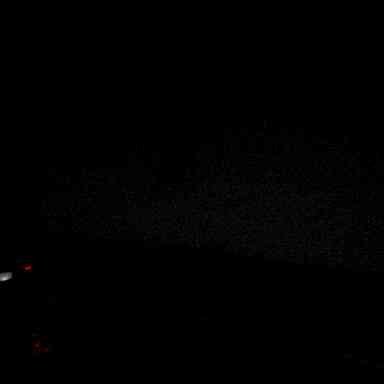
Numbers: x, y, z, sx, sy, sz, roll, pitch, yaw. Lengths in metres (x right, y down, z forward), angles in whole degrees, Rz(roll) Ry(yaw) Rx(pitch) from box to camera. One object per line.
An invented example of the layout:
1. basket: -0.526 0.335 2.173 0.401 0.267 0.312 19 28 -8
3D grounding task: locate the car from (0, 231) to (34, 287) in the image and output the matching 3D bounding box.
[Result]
1. car: -5.636 1.529 8.016 4.674 1.442 1.812 0 0 36
